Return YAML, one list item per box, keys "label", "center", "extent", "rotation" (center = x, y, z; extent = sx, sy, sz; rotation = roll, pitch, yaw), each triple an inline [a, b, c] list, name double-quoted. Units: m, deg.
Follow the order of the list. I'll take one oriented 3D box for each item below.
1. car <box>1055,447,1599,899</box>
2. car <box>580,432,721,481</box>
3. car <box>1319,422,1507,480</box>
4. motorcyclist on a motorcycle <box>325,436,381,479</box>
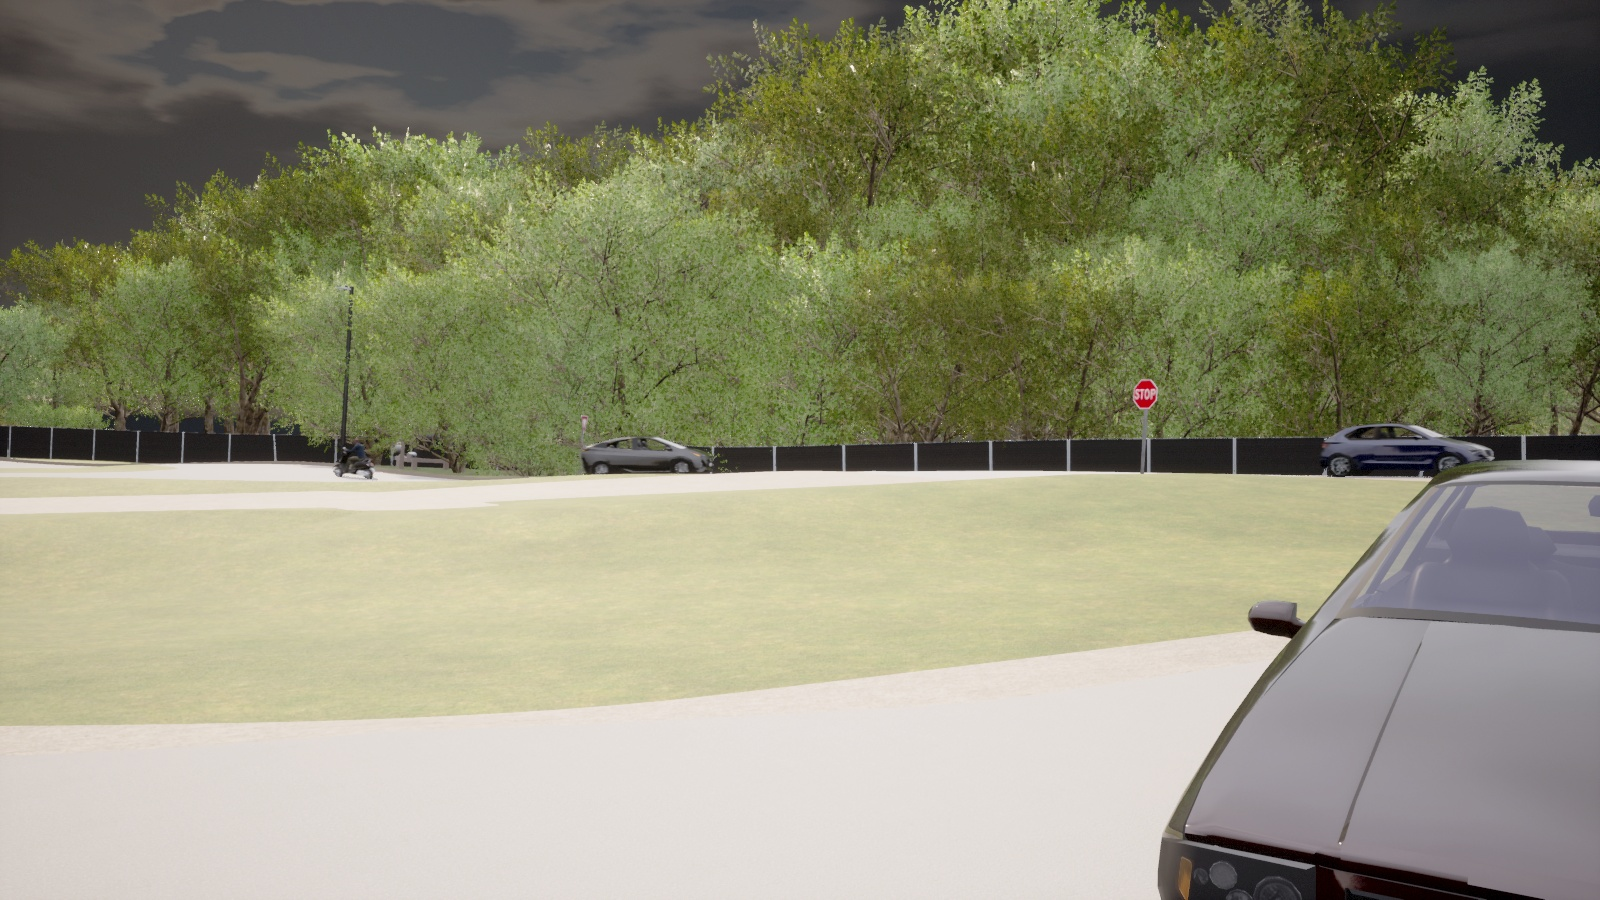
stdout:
- label: "car"
  center: [2.824, 0.751, 4.233]
  extent: [2.033, 1.411, 5.357]
  rotation: [2, 2, 33]
- label: "car"
  center: [-5.190, 0.221, 43.950]
  extent: [4.514, 1.525, 2.007]
  rotation: [-2, 0, 7]
- label: "car"
  center: [16.429, 0.036, 33.786]
  extent: [4.193, 1.474, 1.816]
  rotation: [0, 0, 42]
- label: "motorcyclist on a motorcycle"
  center: [-17.589, 0.301, 49.449]
  extent: [1.817, 1.590, 0.866]
  rotation: [3, -1, 14]
